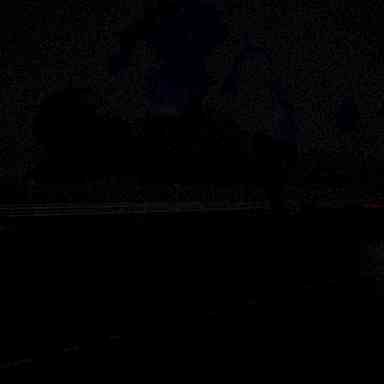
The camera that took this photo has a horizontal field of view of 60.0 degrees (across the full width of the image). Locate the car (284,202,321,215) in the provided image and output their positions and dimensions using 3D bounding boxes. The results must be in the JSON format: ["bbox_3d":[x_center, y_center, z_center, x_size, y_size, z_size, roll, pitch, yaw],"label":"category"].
[{"bbox_3d":[11.791,1.768,33.983,5.357,1.411,2.033,1,0,-36],"label":"car"}]

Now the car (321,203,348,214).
[{"bbox_3d":[15.132,1.780,32.069,5.357,1.411,2.033,1,0,-36],"label":"car"}]

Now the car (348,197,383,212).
[{"bbox_3d":[16.096,1.443,28.454,5.566,2.045,2.150,0,0,-36],"label":"car"}]
